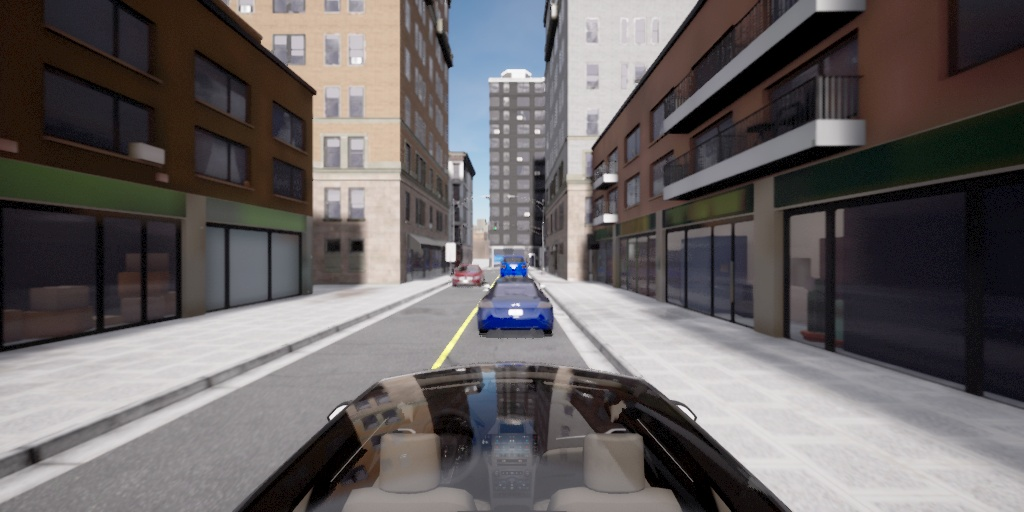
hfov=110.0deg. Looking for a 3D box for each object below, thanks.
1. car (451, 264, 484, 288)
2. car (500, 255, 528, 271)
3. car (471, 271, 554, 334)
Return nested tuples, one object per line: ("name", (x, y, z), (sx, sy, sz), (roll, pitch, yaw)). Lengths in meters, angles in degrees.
("car", (-2.812, 1.282, 24.039), (1.812, 1.442, 4.674), (0, 0, 0))
("car", (0.148, 0.980, 29.787), (2.150, 2.045, 5.566), (0, 0, 0))
("car", (0.091, 1.316, 10.596), (1.994, 1.385, 4.181), (0, 0, 0))
